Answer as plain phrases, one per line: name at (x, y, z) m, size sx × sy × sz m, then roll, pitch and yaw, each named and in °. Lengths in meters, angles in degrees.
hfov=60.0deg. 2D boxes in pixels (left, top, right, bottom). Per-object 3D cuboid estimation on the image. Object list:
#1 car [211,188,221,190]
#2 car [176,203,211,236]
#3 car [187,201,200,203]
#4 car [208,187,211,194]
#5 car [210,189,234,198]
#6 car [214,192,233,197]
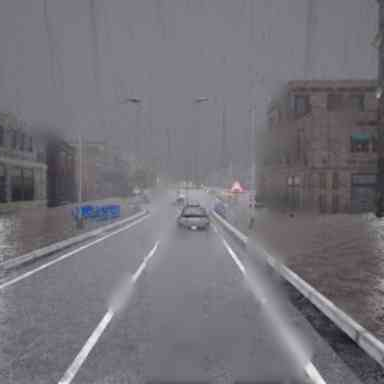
car at (8.089, 0.395, 89.918) m, size 4.553 × 1.767 × 2.185 m, roll 0°, pitch 2°, yaw -1°
car at (0.094, 1.618, 19.170) m, size 2.128 × 1.511 × 4.902 m, roll 0°, pitch -1°, yaw 0°
car at (0.121, 1.717, 35.109) m, size 2.128 × 1.511 × 4.902 m, roll 0°, pitch 0°, yaw 1°
car at (8.118, 0.175, 92.668) m, size 5.566 × 2.045 × 2.435 m, roll 0°, pitch 2°, yaw -1°
car at (8.000, 0.718, 84.412) m, size 5.366 × 1.575 × 1.946 m, roll 0°, pitch 2°, yaw -1°
car at (8.157, 0.659, 87.171) m, size 4.674 × 1.452 × 2.002 m, roll 0°, pitch 2°, yaw -1°
